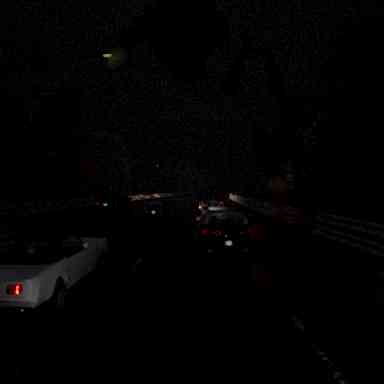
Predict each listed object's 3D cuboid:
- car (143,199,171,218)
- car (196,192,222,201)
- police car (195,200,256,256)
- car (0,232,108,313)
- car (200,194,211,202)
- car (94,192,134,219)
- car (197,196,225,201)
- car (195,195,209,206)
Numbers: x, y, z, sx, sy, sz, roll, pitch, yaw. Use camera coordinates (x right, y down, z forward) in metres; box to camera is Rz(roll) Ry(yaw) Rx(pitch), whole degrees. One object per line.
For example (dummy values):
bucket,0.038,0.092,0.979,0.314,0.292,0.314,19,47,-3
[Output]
car,-2.848,1.343,27.589,1.812,1.442,4.674,0,0,2
car,1.619,1.039,28.508,2.150,2.045,5.566,0,0,2
police car,1.175,1.339,12.796,1.930,1.638,5.238,0,0,1
car,-3.338,1.548,7.488,1.895,1.301,4.718,0,0,1
car,2.589,1.184,62.553,1.994,1.385,4.181,0,0,5
car,-6.358,1.038,27.490,2.150,2.045,5.566,0,0,2
car,1.419,1.305,22.748,1.801,1.575,5.366,0,0,2
car,1.523,1.226,47.776,1.812,1.442,4.674,0,1,4
